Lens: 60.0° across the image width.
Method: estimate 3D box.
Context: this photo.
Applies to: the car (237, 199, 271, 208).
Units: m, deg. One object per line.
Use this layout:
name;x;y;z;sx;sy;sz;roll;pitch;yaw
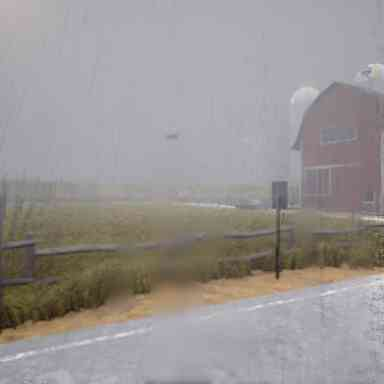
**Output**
car;6.846;1.573;36.795;1.837;1.490;4.892;1;0;-32
